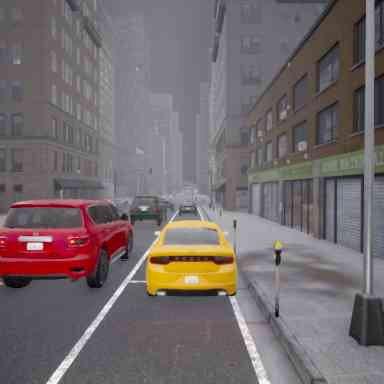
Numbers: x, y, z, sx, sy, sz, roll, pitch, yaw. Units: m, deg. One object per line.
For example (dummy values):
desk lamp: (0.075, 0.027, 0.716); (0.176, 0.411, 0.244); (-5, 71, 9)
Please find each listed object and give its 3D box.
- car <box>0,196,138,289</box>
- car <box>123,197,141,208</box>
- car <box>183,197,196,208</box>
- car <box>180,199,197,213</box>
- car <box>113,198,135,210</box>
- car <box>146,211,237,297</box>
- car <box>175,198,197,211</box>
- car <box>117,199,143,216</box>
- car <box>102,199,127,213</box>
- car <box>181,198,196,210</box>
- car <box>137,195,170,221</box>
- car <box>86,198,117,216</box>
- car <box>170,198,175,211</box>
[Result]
car: (-3.147, 1.215, 9.357); (2.150, 2.045, 5.566); (0, -1, 0)
car: (-8.918, 1.550, 49.600); (1.887, 1.381, 4.507); (-1, 0, 0)
car: (-0.394, 1.550, 49.600); (1.887, 1.381, 4.507); (-1, 0, 0)
car: (-0.393, 1.546, 38.589); (1.887, 1.381, 4.507); (-1, 0, 0)
car: (-8.918, 1.554, 44.095); (2.008, 1.369, 4.403); (-1, 0, 0)
car: (-0.005, 1.476, 8.651); (1.882, 1.535, 5.008); (0, 0, 0)
car: (-0.393, 1.565, 33.084); (1.947, 1.339, 4.313); (-1, 0, 0)
car: (-6.235, 1.525, 34.020); (1.812, 1.442, 4.674); (0, 0, 0)
car: (-8.918, 1.567, 38.589); (1.947, 1.339, 4.313); (-1, 0, 0)
car: (-0.393, 1.548, 44.094); (1.887, 1.381, 4.507); (-1, 0, 0)
car: (-3.067, 1.219, 24.010); (2.150, 2.045, 5.566); (0, 0, 0)
car: (-8.920, 1.440, 33.084); (1.967, 1.590, 4.097); (-1, 0, 0)
car: (-3.065, 1.506, 40.078); (1.837, 1.490, 4.892); (0, 0, 0)
